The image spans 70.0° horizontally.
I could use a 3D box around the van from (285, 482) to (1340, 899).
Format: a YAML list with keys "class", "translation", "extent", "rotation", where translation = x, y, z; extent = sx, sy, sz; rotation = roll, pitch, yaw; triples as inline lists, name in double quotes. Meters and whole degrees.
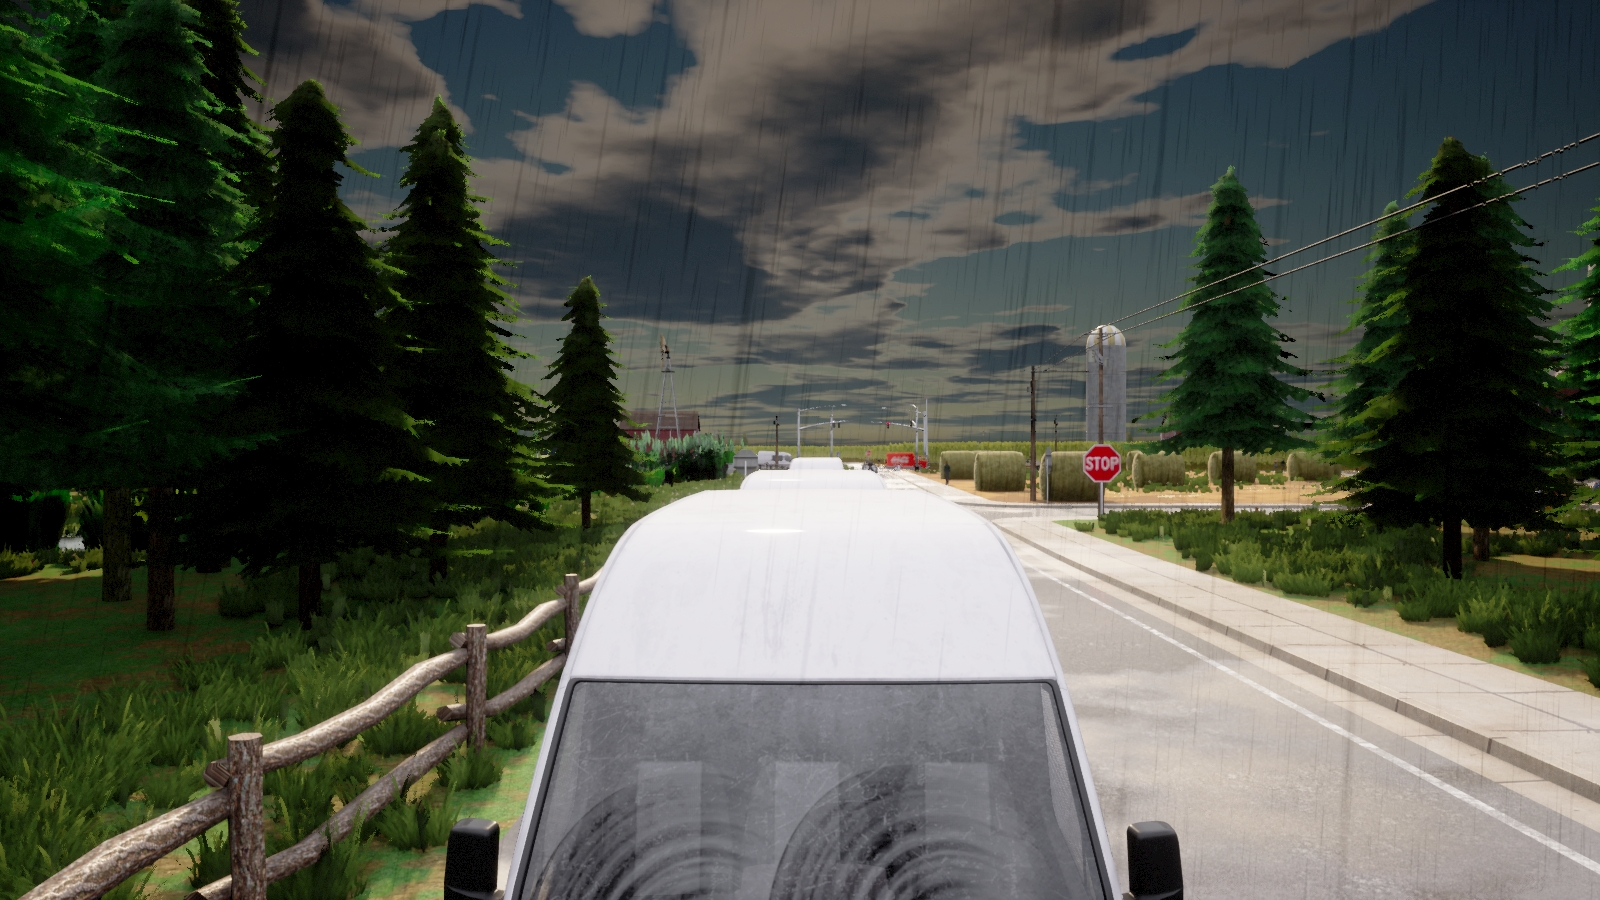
- class: "van"
  translation: [0.056, 1.508, 5.110]
  extent: [1.988, 2.561, 5.915]
  rotation: [0, 0, 1]
